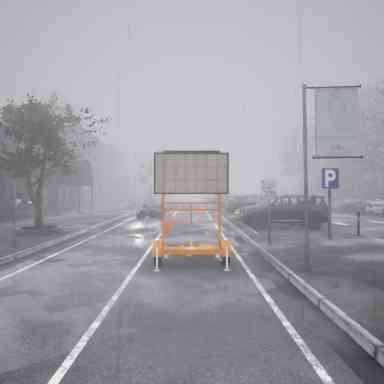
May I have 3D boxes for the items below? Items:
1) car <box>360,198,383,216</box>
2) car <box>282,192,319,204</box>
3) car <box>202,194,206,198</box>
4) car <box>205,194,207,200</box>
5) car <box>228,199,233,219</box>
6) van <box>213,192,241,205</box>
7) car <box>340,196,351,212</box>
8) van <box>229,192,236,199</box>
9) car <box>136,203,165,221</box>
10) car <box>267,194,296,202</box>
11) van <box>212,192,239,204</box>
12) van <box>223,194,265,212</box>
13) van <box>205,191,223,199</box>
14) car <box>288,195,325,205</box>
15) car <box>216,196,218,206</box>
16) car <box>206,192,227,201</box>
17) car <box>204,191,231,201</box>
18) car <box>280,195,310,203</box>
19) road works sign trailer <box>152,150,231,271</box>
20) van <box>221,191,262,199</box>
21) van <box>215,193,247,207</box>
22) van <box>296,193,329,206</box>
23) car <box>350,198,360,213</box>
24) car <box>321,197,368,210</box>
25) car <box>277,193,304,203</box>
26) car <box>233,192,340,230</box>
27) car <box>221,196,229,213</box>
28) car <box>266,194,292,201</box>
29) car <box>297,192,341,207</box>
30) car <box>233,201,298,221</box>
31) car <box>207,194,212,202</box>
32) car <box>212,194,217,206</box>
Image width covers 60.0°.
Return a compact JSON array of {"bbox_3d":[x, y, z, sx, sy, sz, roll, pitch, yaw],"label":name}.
[{"bbox_3d":[18.711,1.194,29.817,5.566,2.045,2.435,0,0,0],"label":"car"},{"bbox_3d":[18.672,1.021,57.578,5.566,2.045,2.435,0,1,0],"label":"car"},{"bbox_3d":[5.498,0.917,68.236,5.566,2.045,2.435,0,1,0],"label":"car"},{"bbox_3d":[5.534,1.236,65.436,4.674,1.452,2.002,0,1,0],"label":"car"},{"bbox_3d":[5.497,1.453,23.378,5.366,1.575,1.946,0,0,0],"label":"car"},{"bbox_3d":[5.692,1.078,54.221,4.442,1.987,1.878,0,1,0],"label":"van"},{"bbox_3d":[18.715,1.433,35.370,5.008,1.535,2.097,0,0,0],"label":"car"},{"bbox_3d":[5.780,1.220,28.985,4.442,1.987,1.878,0,0,0],"label":"van"},{"bbox_3d":[-3.307,1.556,26.976,1.895,1.301,4.718,0,0,0],"label":"car"},{"bbox_3d":[18.420,1.162,68.682,5.366,1.575,1.946,0,1,0],"label":"car"},{"bbox_3d":[5.682,1.051,57.024,4.442,1.987,1.878,0,1,0],"label":"van"},{"bbox_3d":[5.751,1.199,37.397,4.442,1.987,1.878,0,0,0],"label":"van"},{"bbox_3d":[5.362,0.807,82.252,4.442,1.987,1.878,0,1,0],"label":"van"},{"bbox_3d":[18.839,1.296,54.805,5.366,1.575,1.946,0,1,0],"label":"car"},{"bbox_3d":[5.653,1.444,40.200,4.792,1.488,2.163,0,0,0],"label":"car"},{"bbox_3d":[5.476,0.989,73.844,4.553,1.767,2.185,0,1,0],"label":"car"},{"bbox_3d":[5.489,0.890,71.040,5.566,2.045,2.435,0,1,0],"label":"car"},{"bbox_3d":[18.605,1.275,60.356,4.792,1.488,2.163,0,1,0],"label":"car"},{"bbox_3d":[-0.027,0.458,10.831,2.380,3.560,2.880,0,0,-1],"label":"road works sign trailer"},{"bbox_3d":[5.527,1.209,34.594,4.442,1.987,1.878,0,0,0],"label":"van"},{"bbox_3d":[5.712,1.131,48.617,4.442,1.987,1.878,0,0,0],"label":"van"},{"bbox_3d":[18.780,1.100,52.028,4.442,1.987,1.878,0,1,0],"label":"van"},{"bbox_3d":[18.724,1.442,32.592,4.892,1.521,2.231,0,0,0],"label":"car"},{"bbox_3d":[18.672,1.443,40.919,4.792,1.488,2.163,0,0,0],"label":"car"},{"bbox_3d":[18.655,1.093,63.131,4.553,1.767,2.185,0,1,0],"label":"car"},{"bbox_3d":[5.664,1.210,20.574,5.566,2.045,2.435,0,0,0],"label":"car"},{"bbox_3d":[5.648,1.441,31.788,5.008,1.535,2.097,0,0,0],"label":"car"},{"bbox_3d":[18.601,1.140,71.459,4.892,1.521,2.231,0,1,0],"label":"car"},{"bbox_3d":[18.701,1.101,49.251,5.566,2.045,2.435,0,1,0],"label":"car"},{"bbox_3d":[5.676,1.491,26.182,4.674,1.452,2.002,0,0,0],"label":"car"},{"bbox_3d":[5.557,1.079,51.417,5.566,2.045,2.435,0,1,0],"label":"car"},{"bbox_3d":[5.611,1.379,45.811,4.892,1.521,2.231,0,0,0],"label":"car"}]
